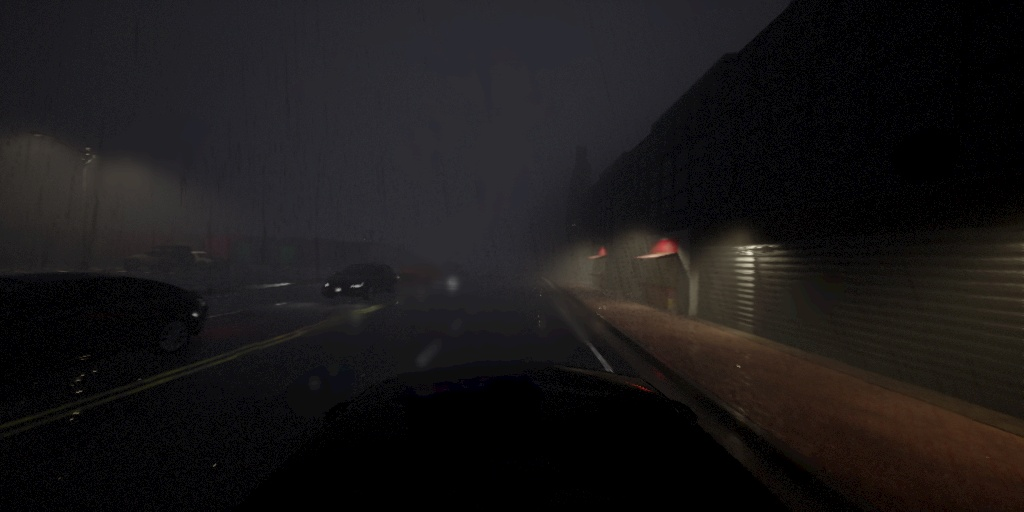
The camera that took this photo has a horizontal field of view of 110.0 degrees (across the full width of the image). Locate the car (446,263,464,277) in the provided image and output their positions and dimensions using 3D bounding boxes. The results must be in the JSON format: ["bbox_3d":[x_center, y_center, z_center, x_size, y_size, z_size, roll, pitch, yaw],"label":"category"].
[{"bbox_3d":[-6.034,1.374,35.573,1.895,1.301,4.718,2,0,2],"label":"car"}]

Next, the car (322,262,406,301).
[{"bbox_3d":[-6.712,1.111,16.456,1.837,1.490,4.892,2,-1,2],"label":"car"}]

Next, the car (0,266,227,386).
[{"bbox_3d":[-7.038,1.014,5.146,1.837,1.490,4.892,2,0,1],"label":"car"}]

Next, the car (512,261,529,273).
[{"bbox_3d":[1.512,1.731,52.484,2.033,1.411,5.357,2,0,2],"label":"car"}]

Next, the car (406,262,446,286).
[{"bbox_3d":[-6.338,1.200,25.306,1.882,1.535,5.008,2,0,2],"label":"car"}]
